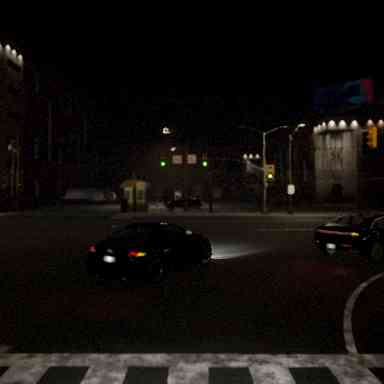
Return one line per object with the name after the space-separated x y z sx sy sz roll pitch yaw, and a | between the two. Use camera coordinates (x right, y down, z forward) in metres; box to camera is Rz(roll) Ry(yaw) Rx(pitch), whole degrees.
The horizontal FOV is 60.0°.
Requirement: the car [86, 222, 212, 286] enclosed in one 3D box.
-1.023 1.567 9.687 1.994 1.385 4.181 0 0 28 | car

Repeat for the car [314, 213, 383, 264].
6.446 1.497 11.841 4.902 1.511 2.128 0 0 -33 | car
